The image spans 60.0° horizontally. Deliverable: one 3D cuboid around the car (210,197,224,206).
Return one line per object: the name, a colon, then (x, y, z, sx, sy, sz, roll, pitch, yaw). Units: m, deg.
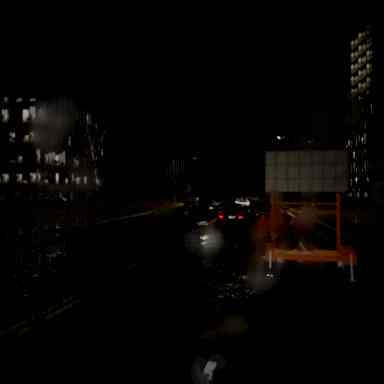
car: (3.625, 1.418, 47.506, 1.812, 1.442, 4.674, 0, 0, 8)

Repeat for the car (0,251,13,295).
car: (-4.824, 1.517, 4.797, 1.812, 1.442, 4.674, 0, 0, 15)

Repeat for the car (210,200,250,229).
car: (2.731, 1.509, 21.643, 2.033, 1.411, 5.357, 0, 0, 11)

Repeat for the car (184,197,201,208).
car: (0.132, 1.446, 45.898, 2.033, 1.411, 5.357, 0, 0, 8)

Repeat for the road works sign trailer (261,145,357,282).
road works sign trailer: (3.353, 0.449, 9.908, 2.380, 3.560, 2.880, 0, 0, 13)

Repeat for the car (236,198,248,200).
car: (6.572, 1.503, 43.644, 1.895, 1.301, 4.718, 0, 0, 8)
